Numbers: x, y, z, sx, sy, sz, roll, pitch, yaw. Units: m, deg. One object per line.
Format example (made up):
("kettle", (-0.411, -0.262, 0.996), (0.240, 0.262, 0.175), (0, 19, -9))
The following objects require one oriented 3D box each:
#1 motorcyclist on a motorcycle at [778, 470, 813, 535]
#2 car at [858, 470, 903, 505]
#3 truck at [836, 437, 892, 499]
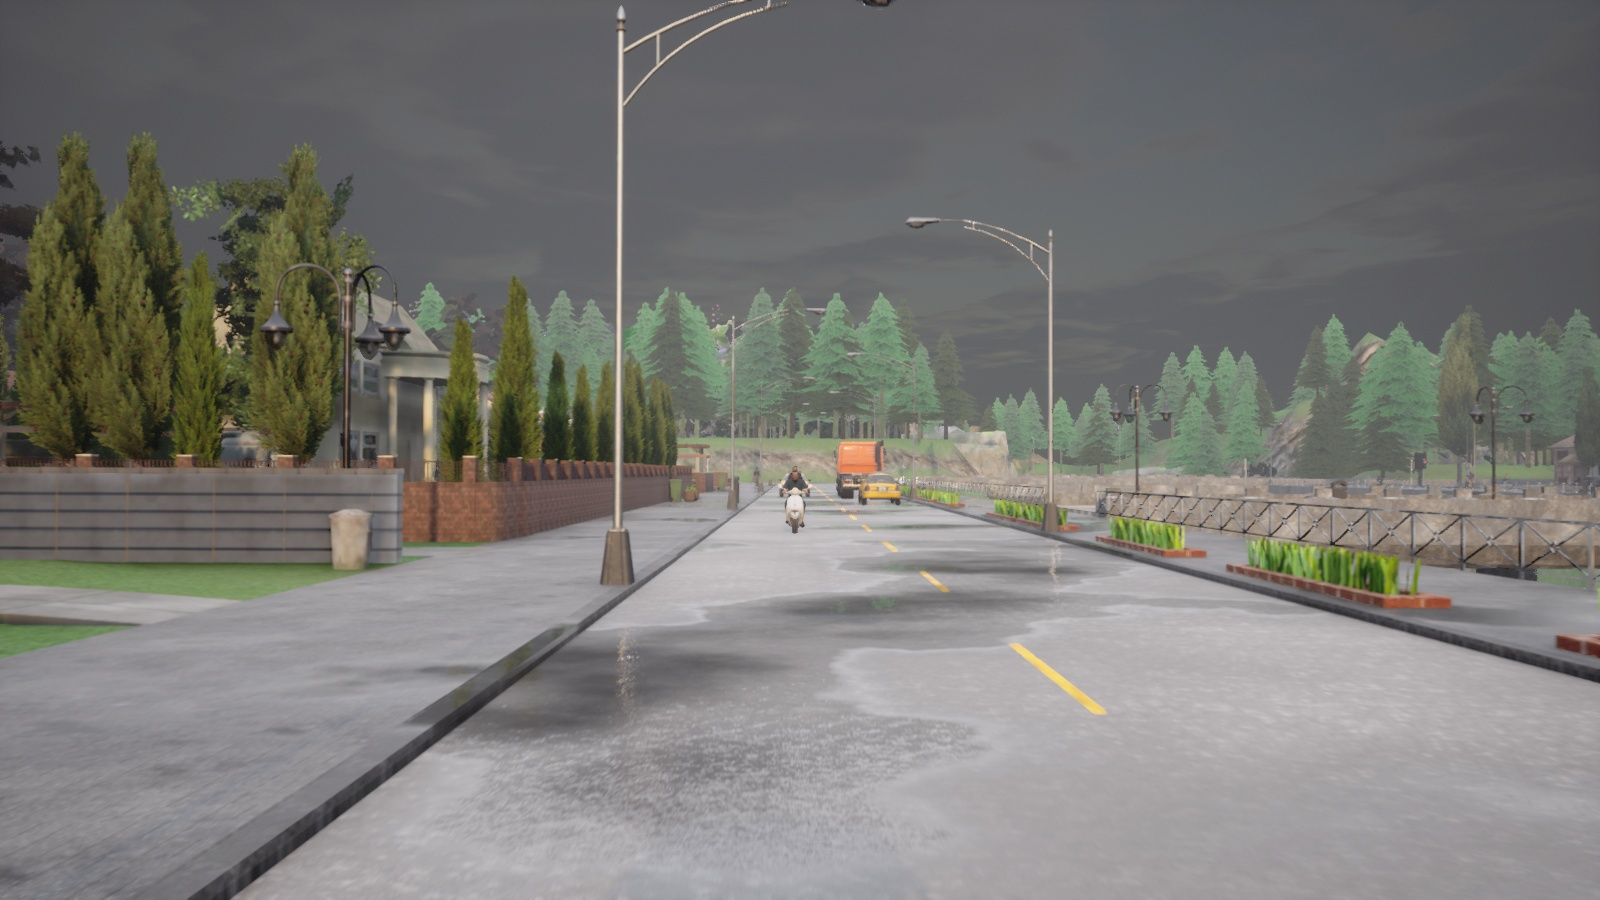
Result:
("motorcyclist on a motorcycle", (-0.114, 1.300, 31.730), (0.866, 1.590, 1.817), (0, -1, 0))
("car", (3.765, 1.738, 59.633), (1.801, 1.575, 5.366), (0, -1, 0))
("truck", (3.709, 1.070, 74.700), (2.891, 3.462, 7.936), (0, -1, 0))
